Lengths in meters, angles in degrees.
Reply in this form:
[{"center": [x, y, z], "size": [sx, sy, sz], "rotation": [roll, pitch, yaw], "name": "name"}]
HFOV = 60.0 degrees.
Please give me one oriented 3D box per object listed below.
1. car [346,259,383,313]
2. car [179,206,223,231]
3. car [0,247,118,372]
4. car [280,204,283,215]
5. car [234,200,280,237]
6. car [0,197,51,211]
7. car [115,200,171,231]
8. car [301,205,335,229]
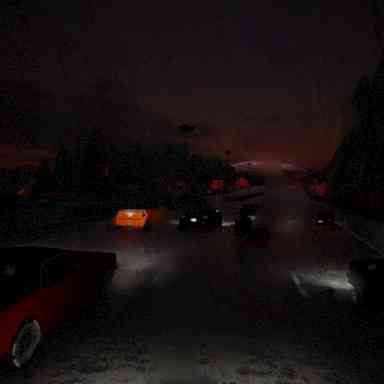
[{"center": [4.056, 1.567, 4.865], "size": [2.033, 1.411, 5.357], "rotation": [0, 0, 7], "name": "car"}, {"center": [0.644, 1.562, 20.783], "size": [1.994, 1.385, 4.181], "rotation": [0, 0, 16], "name": "car"}, {"center": [-2.832, 1.584, 5.635], "size": [1.895, 1.301, 4.718], "rotation": [0, 0, 6], "name": "car"}, {"center": [8.359, 1.583, 34.487], "size": [2.033, 1.411, 5.357], "rotation": [0, 0, 17], "name": "car"}, {"center": [3.647, 1.367, 18.552], "size": [2.097, 1.767, 4.553], "rotation": [0, 0, 16], "name": "car"}, {"center": [-14.892, 1.055, 30.463], "size": [1.812, 1.442, 4.674], "rotation": [0, 0, 17], "name": "car"}, {"center": [-2.940, 1.332, 20.961], "size": [2.097, 1.767, 4.553], "rotation": [0, 0, 16], "name": "car"}, {"center": [8.260, 1.563, 21.889], "size": [1.812, 1.442, 4.674], "rotation": [0, 0, 17], "name": "car"}]
